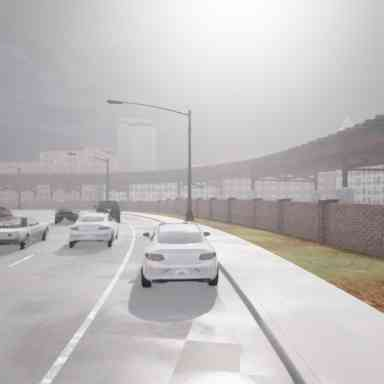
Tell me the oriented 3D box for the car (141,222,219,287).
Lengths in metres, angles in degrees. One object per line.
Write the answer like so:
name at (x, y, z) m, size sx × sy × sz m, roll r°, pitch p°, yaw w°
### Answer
car at (-0.407, 1.582, 9.382) m, size 1.812 × 1.442 × 4.674 m, roll 0°, pitch -1°, yaw -5°

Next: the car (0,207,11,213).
car at (-20.540, 2.317, 35.607) m, size 1.812 × 1.442 × 4.674 m, roll 0°, pitch -2°, yaw -21°

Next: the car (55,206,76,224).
car at (-11.325, 2.084, 30.235) m, size 1.837 × 1.490 × 4.892 m, roll 0°, pitch -1°, yaw -17°

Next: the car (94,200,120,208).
car at (-7.883, 1.793, 30.956) m, size 2.150 × 2.045 × 5.566 m, roll 0°, pitch -2°, yaw -16°

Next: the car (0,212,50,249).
car at (-8.013, 1.758, 15.150) m, size 1.895 × 1.301 × 4.718 m, roll 0°, pitch -1°, yaw -8°

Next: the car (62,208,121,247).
car at (-4.592, 1.692, 15.915) m, size 1.812 × 1.442 × 4.674 m, roll 0°, pitch -1°, yaw -8°
